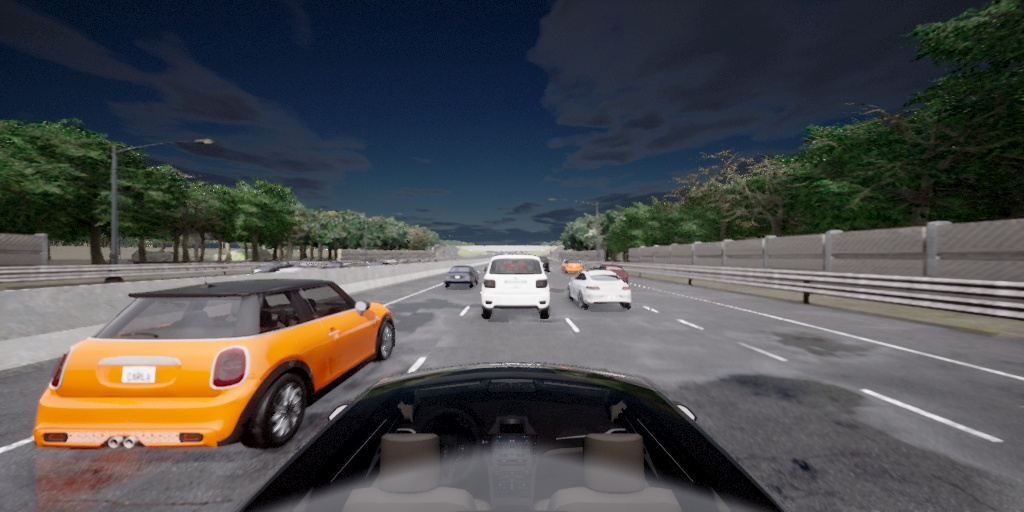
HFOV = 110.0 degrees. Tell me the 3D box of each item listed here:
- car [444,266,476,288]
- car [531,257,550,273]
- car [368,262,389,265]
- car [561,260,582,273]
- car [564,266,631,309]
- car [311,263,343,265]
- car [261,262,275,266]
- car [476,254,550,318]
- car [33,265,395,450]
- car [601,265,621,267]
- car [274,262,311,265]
[{"bbox_3d":[-3.342,1.361,24.509,2.033,1.411,5.357,0,0,0],"label":"car"},{"bbox_3d":[3.729,1.112,47.773,2.150,2.045,5.566,0,0,1],"label":"car"},{"bbox_3d":[-13.951,1.360,37.028,1.837,1.490,4.892,0,0,1],"label":"car"},{"bbox_3d":[7.295,1.231,44.038,2.097,1.767,4.553,0,0,1],"label":"car"},{"bbox_3d":[3.523,1.309,14.936,1.812,1.442,4.674,0,0,0],"label":"car"},{"bbox_3d":[-17.463,1.414,35.496,1.994,1.385,4.181,0,0,1],"label":"car"},{"bbox_3d":[-24.449,1.345,36.877,2.128,1.511,4.902,0,0,1],"label":"car"},{"bbox_3d":[0.118,0.999,13.236,2.150,2.045,5.566,0,0,0],"label":"car"},{"bbox_3d":[-3.394,1.109,5.387,2.097,1.767,4.553,0,0,0],"label":"car"},{"bbox_3d":[7.160,1.346,26.291,1.812,1.442,4.674,0,0,0],"label":"car"},{"bbox_3d":[-20.963,1.451,35.807,1.895,1.301,4.718,0,0,1],"label":"car"}]
